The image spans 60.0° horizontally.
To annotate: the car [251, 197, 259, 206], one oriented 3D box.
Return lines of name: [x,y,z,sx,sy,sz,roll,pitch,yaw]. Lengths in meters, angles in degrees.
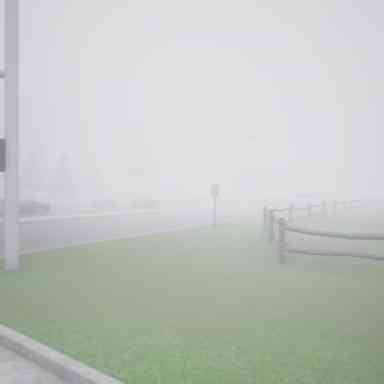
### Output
car: [11.223,1.549,53.016,2.033,1.411,5.357,0,0,36]

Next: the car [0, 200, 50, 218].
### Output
car: [-15.107,1.492,29.561,2.128,1.511,4.902,0,0,35]

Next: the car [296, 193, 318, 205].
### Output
car: [20.772,1.223,60.138,2.150,2.045,5.566,0,0,37]

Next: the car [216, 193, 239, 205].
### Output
car: [6.518,1.209,60.317,2.150,2.045,5.566,0,0,36]

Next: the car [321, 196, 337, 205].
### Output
car: [24.363,1.527,59.120,1.812,1.442,4.674,0,0,36]

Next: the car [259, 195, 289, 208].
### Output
car: [11.815,1.355,47.742,2.097,1.767,4.553,0,0,35]

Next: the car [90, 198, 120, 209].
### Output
car: [-12.092,1.566,46.156,1.994,1.385,4.181,0,0,35]

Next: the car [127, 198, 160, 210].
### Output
car: [-6.184,1.493,42.391,2.128,1.511,4.902,0,0,35]

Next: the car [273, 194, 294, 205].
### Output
car: [16.741,1.354,60.734,2.097,1.767,4.553,0,0,36]

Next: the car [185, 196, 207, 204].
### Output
car: [0.832,1.549,64.400,2.033,1.411,5.357,0,0,36]

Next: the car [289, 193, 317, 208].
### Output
car: [15.922,1.212,47.492,2.150,2.045,5.566,0,-1,36]
